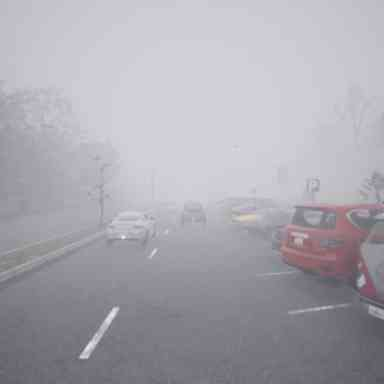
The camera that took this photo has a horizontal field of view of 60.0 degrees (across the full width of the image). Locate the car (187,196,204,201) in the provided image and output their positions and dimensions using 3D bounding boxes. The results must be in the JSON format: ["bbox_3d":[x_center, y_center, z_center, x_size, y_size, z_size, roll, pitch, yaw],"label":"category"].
[{"bbox_3d":[0.096,1.627,42.089,2.128,1.511,4.902,0,0,0],"label":"car"}]

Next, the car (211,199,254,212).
[{"bbox_3d":[5.093,1.660,41.801,4.792,1.488,2.163,1,0,-20],"label":"car"}]

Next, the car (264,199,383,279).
[{"bbox_3d":[5.098,1.331,8.974,5.566,2.045,2.435,1,-1,-20],"label":"car"}]

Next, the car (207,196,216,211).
[{"bbox_3d":[4.893,1.639,38.739,5.366,1.575,1.946,1,1,-20],"label":"car"}]

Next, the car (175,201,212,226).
[{"bbox_3d":[0.099,1.671,25.173,2.128,1.511,4.902,0,0,0],"label":"car"}]

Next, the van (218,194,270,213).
[{"bbox_3d":[4.962,1.446,29.801,4.442,1.987,1.878,1,0,-20],"label":"van"}]

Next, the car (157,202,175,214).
[{"bbox_3d":[-2.903,1.755,38.236,1.895,1.301,4.718,0,0,0],"label":"car"}]

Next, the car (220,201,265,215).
[{"bbox_3d":[5.062,1.712,26.869,4.674,1.452,2.002,1,0,-20],"label":"car"}]

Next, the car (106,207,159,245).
[{"bbox_3d":[-2.902,1.675,16.343,1.812,1.442,4.674,0,0,0],"label":"car"}]

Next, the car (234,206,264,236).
[{"bbox_3d":[5.041,1.677,17.900,4.792,1.488,2.163,1,0,-20],"label":"car"}]

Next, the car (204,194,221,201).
[{"bbox_3d":[5.075,1.591,56.694,4.892,1.521,2.231,1,0,-20],"label":"car"}]

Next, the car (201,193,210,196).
[{"bbox_3d":[5.094,1.337,59.695,5.566,2.045,2.435,1,0,-20],"label":"car"}]

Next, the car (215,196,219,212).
[{"bbox_3d":[5.040,1.540,32.828,4.553,1.767,2.185,1,0,-20],"label":"car"}]

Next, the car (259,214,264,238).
[{"bbox_3d":[5.065,1.646,11.943,4.674,1.452,2.002,1,-1,-20],"label":"car"}]

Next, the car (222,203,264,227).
[{"bbox_3d":[4.896,1.655,20.827,5.366,1.575,1.946,1,0,-20],"label":"car"}]

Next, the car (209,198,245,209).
[{"bbox_3d":[5.062,1.647,47.754,4.674,1.452,2.002,1,0,-20],"label":"car"}]

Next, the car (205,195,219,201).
[{"bbox_3d":[4.893,1.611,44.705,5.366,1.575,1.946,1,0,-20],"label":"car"}]

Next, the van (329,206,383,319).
[{"bbox_3d":[4.964,1.324,5.931,4.442,1.987,1.878,1,0,-20],"label":"van"}]
